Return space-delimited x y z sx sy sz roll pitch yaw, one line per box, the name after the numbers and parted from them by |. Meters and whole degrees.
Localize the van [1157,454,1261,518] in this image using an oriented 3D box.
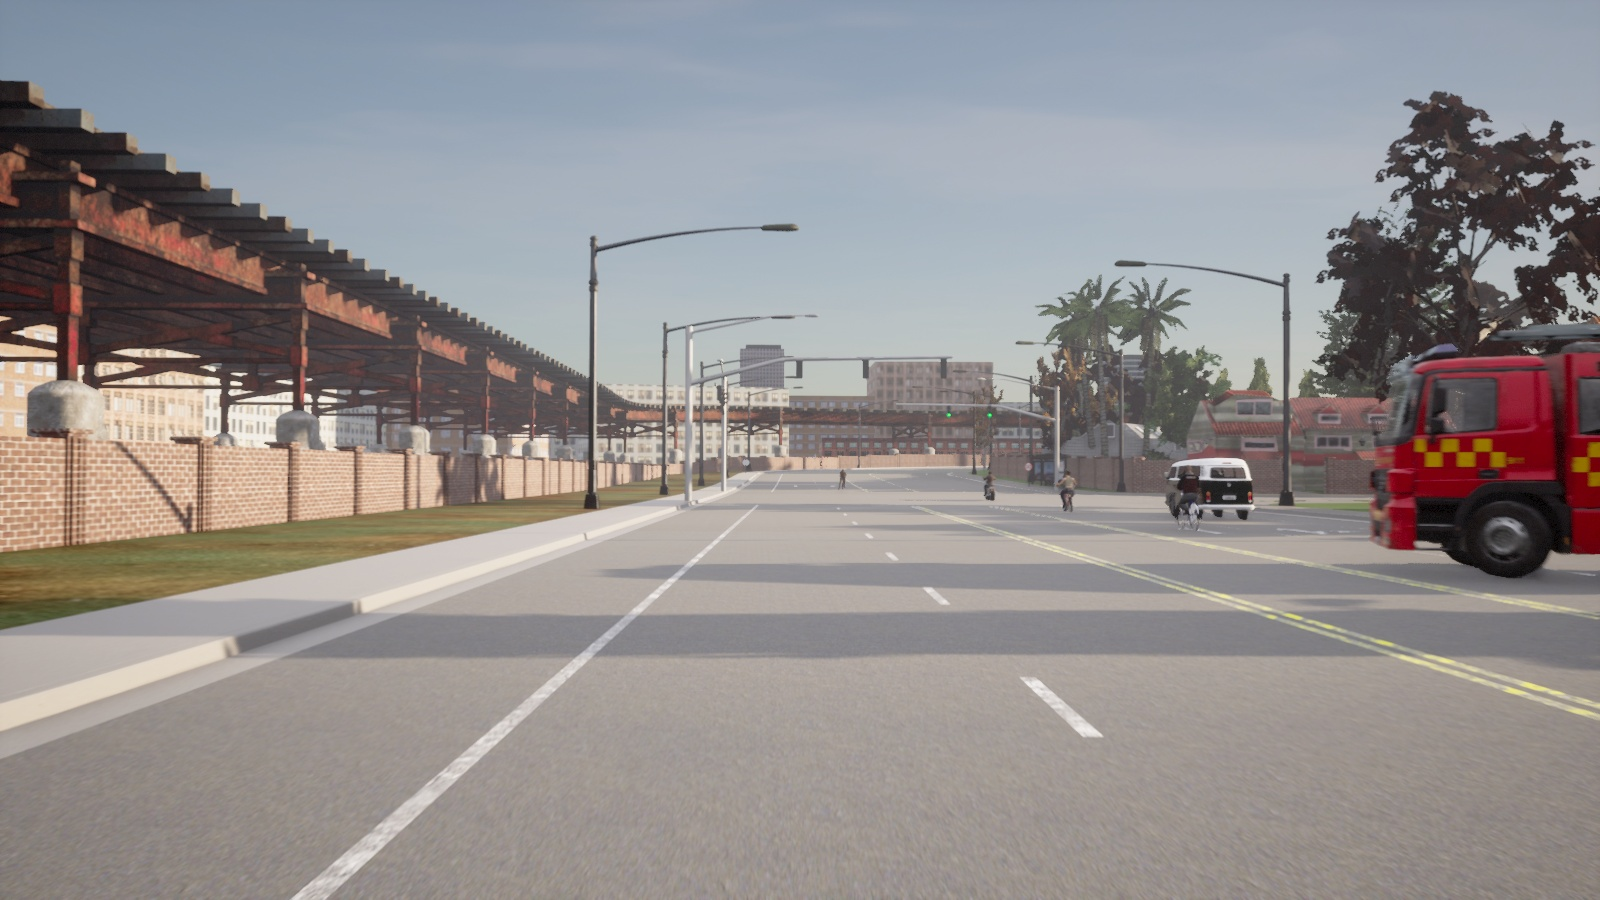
13.889 1.201 42.908 2.069 2.038 4.480 0 -1 0 | van

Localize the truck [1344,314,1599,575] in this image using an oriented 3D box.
13.177 -0.078 19.433 8.468 3.827 2.891 -1 -1 19 | truck

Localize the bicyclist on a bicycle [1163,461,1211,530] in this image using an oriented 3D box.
10.427 1.206 33.908 0.659 1.776 1.843 -1 -1 0 | bicyclist on a bicycle
